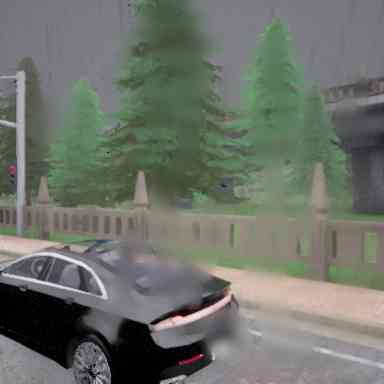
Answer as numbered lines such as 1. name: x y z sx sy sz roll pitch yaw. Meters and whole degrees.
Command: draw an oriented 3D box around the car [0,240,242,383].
1. car: -1.657 1.490 5.035 4.902 1.511 2.128 0 0 36
